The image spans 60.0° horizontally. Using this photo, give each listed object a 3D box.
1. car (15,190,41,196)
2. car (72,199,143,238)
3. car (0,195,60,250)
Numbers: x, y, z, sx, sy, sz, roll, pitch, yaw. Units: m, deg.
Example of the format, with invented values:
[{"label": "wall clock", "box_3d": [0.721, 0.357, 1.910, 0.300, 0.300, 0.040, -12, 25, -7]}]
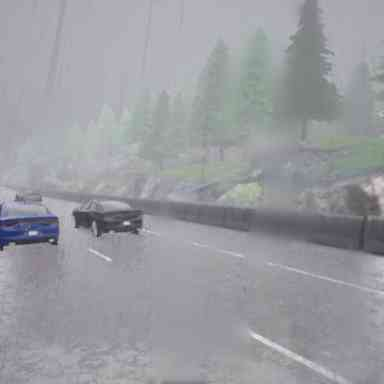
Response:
[{"label": "car", "box_3d": [-15.799, 0.531, 32.116, 2.128, 1.511, 4.902, -1, 2, -35]}, {"label": "car", "box_3d": [-3.991, 1.031, 15.161, 1.882, 1.535, 5.008, -1, 2, -35]}, {"label": "car", "box_3d": [-6.454, 1.098, 12.573, 1.882, 1.535, 5.008, -1, 2, -35]}]
